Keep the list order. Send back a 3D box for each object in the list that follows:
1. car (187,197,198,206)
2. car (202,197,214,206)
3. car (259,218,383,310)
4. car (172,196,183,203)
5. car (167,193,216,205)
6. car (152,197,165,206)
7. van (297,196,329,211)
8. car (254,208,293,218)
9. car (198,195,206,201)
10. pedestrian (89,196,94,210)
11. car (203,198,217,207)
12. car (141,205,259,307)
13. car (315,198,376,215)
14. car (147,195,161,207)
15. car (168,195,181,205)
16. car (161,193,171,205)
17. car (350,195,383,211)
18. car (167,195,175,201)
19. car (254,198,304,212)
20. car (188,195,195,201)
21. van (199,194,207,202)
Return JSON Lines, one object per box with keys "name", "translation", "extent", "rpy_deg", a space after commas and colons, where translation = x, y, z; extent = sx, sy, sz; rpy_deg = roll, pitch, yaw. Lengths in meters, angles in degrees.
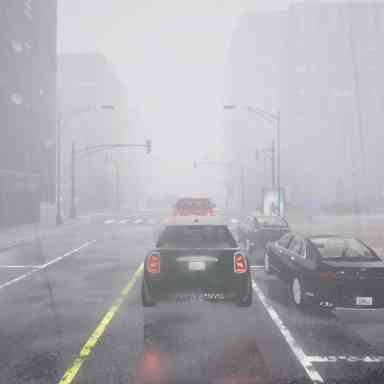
{"name": "car", "translation": [0.064, 1.547, 56.392], "extent": [1.812, 1.442, 4.674], "rpy_deg": [0, 0, 0]}
{"name": "car", "translation": [2.682, 1.604, 56.967], "extent": [1.802, 1.307, 4.206], "rpy_deg": [1, 0, 0]}
{"name": "car", "translation": [2.828, 1.553, 7.634], "extent": [2.008, 1.369, 4.403], "rpy_deg": [1, 0, 0]}
{"name": "car", "translation": [-3.024, 1.553, 70.725], "extent": [2.128, 1.511, 4.902], "rpy_deg": [0, 0, 0]}
{"name": "car", "translation": [0.082, 1.228, 17.601], "extent": [2.150, 2.045, 5.566], "rpy_deg": [0, 0, 0]}
{"name": "car", "translation": [-5.698, 1.566, 57.005], "extent": [1.887, 1.381, 4.507], "rpy_deg": [1, 0, 0]}
{"name": "van", "translation": [13.751, 1.297, 38.220], "extent": [3.998, 1.788, 1.690], "rpy_deg": [0, 0, 0]}
{"name": "car", "translation": [2.826, 1.555, 13.204], "extent": [2.008, 1.369, 4.403], "rpy_deg": [1, 0, 0]}
{"name": "car", "translation": [2.671, 1.582, 90.394], "extent": [1.887, 1.381, 4.507], "rpy_deg": [1, 0, 0]}
{"name": "pedestrian", "translation": [-12.542, 1.348, 41.356], "extent": [0.375, 1.860, 0.375], "rpy_deg": [0, 0, 0]}
{"name": "car", "translation": [2.684, 1.585, 51.396], "extent": [1.947, 1.339, 4.313], "rpy_deg": [1, 0, 0]}
{"name": "car", "translation": [0.098, 1.354, 8.130], "extent": [2.097, 1.767, 4.553], "rpy_deg": [0, 0, 0]}
{"name": "car", "translation": [13.693, 1.413, 29.839], "extent": [4.206, 1.307, 1.802], "rpy_deg": [0, 0, 0]}
{"name": "car", "translation": [-5.693, 1.334, 51.434], "extent": [2.192, 1.841, 5.009], "rpy_deg": [1, 0, 0]}
{"name": "car", "translation": [-3.089, 1.375, 60.655], "extent": [2.097, 1.767, 4.553], "rpy_deg": [0, 0, 0]}
{"name": "car", "translation": [-3.138, 1.240, 51.086], "extent": [2.150, 2.045, 5.566], "rpy_deg": [0, 0, 0]}
{"name": "car", "translation": [19.278, 1.228, 38.183], "extent": [5.009, 1.841, 2.192], "rpy_deg": [0, 0, 0]}
{"name": "car", "translation": [-5.710, 1.603, 90.431], "extent": [1.947, 1.339, 4.313], "rpy_deg": [1, 0, 0]}
{"name": "car", "translation": [9.057, 1.554, 35.667], "extent": [4.718, 1.301, 1.895], "rpy_deg": [0, -1, 0]}
{"name": "car", "translation": [-0.031, 1.538, 90.876], "extent": [1.837, 1.490, 4.892], "rpy_deg": [0, 0, 0]}
{"name": "van", "translation": [2.677, 1.373, 79.253], "extent": [1.690, 1.788, 3.998], "rpy_deg": [1, 0, 0]}
